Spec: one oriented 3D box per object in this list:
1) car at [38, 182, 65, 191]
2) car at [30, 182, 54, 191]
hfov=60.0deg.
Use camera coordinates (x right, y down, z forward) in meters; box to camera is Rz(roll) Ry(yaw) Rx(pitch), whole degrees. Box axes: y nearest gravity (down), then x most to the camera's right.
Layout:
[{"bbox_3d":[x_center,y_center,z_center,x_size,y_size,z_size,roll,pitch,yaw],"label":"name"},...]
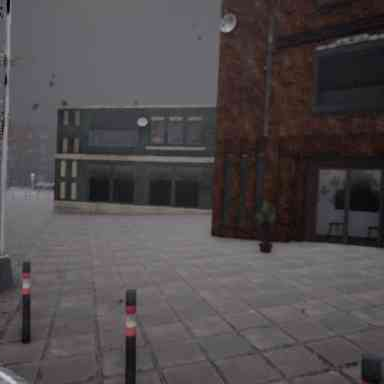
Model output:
[{"bbox_3d":[-29.053,-1.132,68.823,5.008,1.535,2.097,3,2,22],"label":"car"},{"bbox_3d":[-30.048,-1.198,66.243,4.553,1.767,2.185,3,2,22],"label":"car"}]
